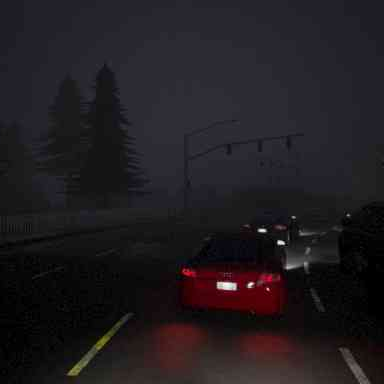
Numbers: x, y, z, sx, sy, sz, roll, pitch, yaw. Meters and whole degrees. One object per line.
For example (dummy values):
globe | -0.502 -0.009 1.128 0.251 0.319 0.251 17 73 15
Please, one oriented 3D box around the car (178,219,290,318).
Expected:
car | 1.123 1.564 7.577 1.994 1.385 4.181 0 0 15

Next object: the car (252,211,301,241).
car | 3.780 1.564 15.549 1.994 1.385 4.181 0 0 26

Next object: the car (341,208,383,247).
car | 8.359 1.564 15.812 1.994 1.385 4.181 0 0 28

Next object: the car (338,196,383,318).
car | 4.701 1.221 7.219 2.150 2.045 5.566 0 0 15
